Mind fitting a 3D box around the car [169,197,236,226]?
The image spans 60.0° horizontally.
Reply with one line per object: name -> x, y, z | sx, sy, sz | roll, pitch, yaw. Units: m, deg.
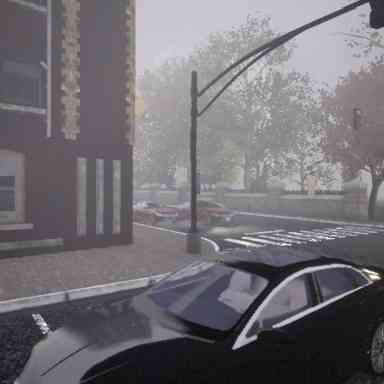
car -> 0.722, 1.244, 21.015 | 1.812, 1.442, 4.674 | 0, 1, -36

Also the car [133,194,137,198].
car -> -8.651, 0.864, 43.897 | 2.008, 1.369, 4.403 | 1, 0, -36

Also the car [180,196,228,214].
car -> 0.979, 1.129, 30.571 | 1.752, 1.417, 4.829 | 1, 0, -36

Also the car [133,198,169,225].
car -> -2.474, 1.257, 21.042 | 1.802, 1.307, 4.206 | 2, 0, -36

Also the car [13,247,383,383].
car -> 0.659, 1.488, 3.866 | 4.902, 1.511, 2.128 | 0, 0, -38
